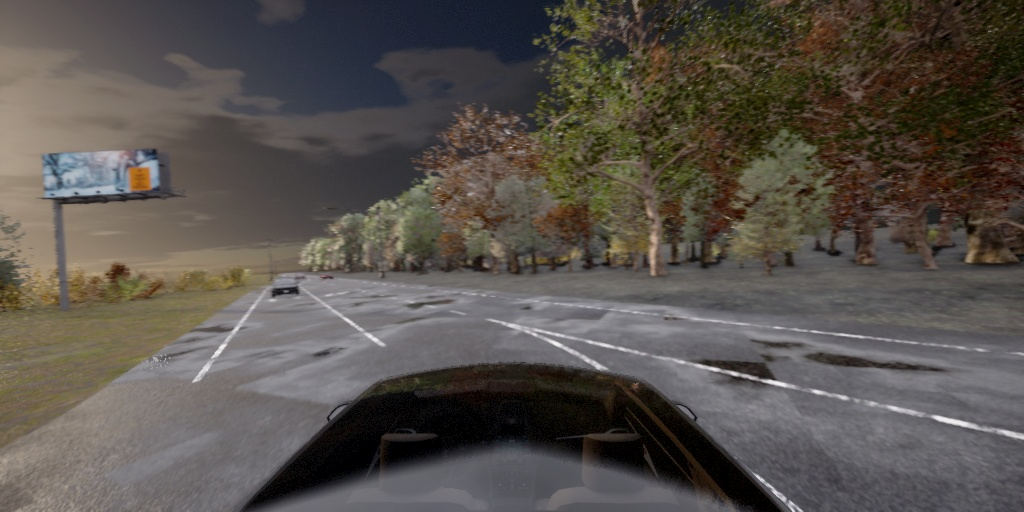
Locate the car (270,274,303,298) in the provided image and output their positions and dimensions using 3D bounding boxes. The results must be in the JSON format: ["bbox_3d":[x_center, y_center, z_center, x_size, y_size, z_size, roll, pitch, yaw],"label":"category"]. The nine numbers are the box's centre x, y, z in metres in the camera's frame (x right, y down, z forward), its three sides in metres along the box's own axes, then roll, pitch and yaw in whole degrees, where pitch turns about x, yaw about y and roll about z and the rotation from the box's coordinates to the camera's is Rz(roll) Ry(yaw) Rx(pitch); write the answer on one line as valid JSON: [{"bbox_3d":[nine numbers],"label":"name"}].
[{"bbox_3d":[-18.853,2.559,29.799,1.882,1.535,5.008,-4,0,-33],"label":"car"}]
